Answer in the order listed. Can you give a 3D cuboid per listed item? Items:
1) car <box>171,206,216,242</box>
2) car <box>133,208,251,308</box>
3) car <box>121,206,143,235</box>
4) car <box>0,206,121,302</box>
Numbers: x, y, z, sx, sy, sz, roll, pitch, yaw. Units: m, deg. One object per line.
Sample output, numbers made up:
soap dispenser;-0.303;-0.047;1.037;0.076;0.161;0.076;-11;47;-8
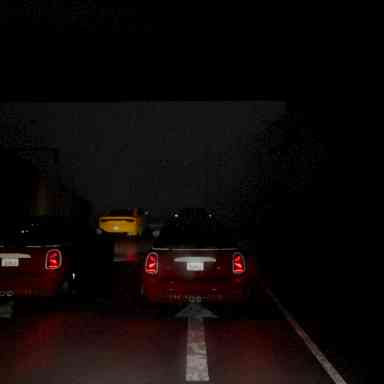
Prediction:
car;0.068;1.547;17.618;2.033;1.411;5.357;0;0;0
car;0.067;1.352;8.092;2.097;1.767;4.553;0;0;0
car;-3.433;1.478;17.508;1.882;1.535;5.008;0;0;0
car;-3.428;1.352;8.419;2.097;1.767;4.553;0;0;0
